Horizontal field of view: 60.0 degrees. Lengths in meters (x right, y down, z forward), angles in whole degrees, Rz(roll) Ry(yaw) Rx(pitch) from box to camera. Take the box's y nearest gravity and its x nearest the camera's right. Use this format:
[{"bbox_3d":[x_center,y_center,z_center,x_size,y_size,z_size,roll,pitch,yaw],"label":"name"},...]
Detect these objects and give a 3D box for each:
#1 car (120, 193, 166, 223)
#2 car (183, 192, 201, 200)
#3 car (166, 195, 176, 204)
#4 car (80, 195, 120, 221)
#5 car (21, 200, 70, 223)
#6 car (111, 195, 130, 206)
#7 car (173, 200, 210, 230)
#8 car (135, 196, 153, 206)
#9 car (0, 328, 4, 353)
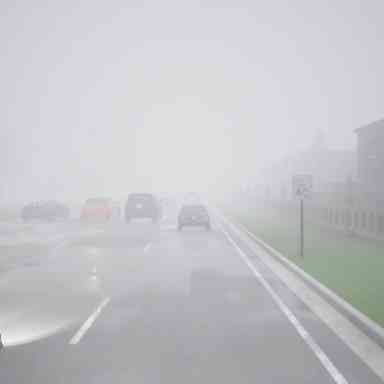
[{"bbox_3d":[-3.395,1.071,24.054,2.150,2.045,5.566,0,0,0],"label":"car"},{"bbox_3d":[0.024,0.952,43.622,2.150,2.045,5.566,0,1,0],"label":"car"},{"bbox_3d":[-3.426,1.169,49.214,1.882,1.535,5.008,0,1,0],"label":"car"},{"bbox_3d":[-6.893,1.192,25.537,2.097,1.767,4.553,0,0,0],"label":"car"},{"bbox_3d":[-10.396,1.341,24.028,2.128,1.511,4.902,0,0,0],"label":"car"},{"bbox_3d":[-10.430,1.219,48.968,1.812,1.442,4.674,0,1,0],"label":"car"},{"bbox_3d":[0.105,1.421,20.146,2.033,1.411,5.357,0,0,0],"label":"car"},{"bbox_3d":[-6.933,1.298,48.433,1.895,1.301,4.718,0,0,0],"label":"car"},{"bbox_3d":[-3.399,1.547,2.546,1.994,1.385,4.181,0,0,0],"label":"car"}]
